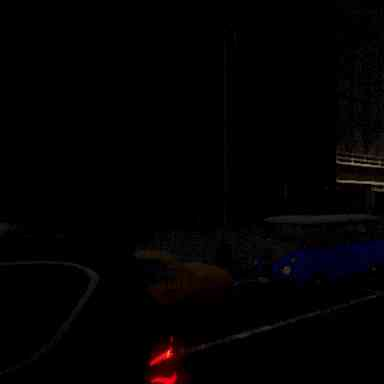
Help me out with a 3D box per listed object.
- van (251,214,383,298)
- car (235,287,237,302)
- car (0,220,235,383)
[{"bbox_3d":[3.358,1.476,8.581,3.998,1.788,1.690,1,-1,-33],"label":"van"},{"bbox_3d":[-1.481,1.594,5.418,4.829,1.417,1.752,1,-1,-33],"label":"car"},{"bbox_3d":[-2.665,1.231,1.469,5.566,2.045,2.150,1,-1,-33],"label":"car"}]
